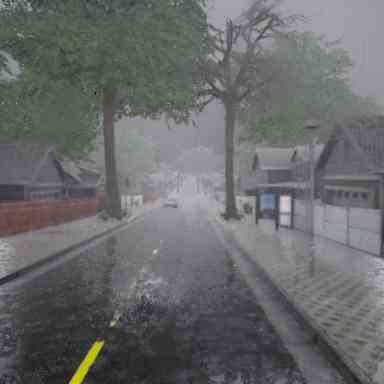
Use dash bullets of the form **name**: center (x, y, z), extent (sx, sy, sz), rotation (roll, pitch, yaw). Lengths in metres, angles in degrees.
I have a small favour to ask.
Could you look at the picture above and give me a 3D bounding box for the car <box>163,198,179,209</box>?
- **car**: center (-2.799, 1.560, 45.372), extent (1.837, 1.490, 4.892), rotation (0, 0, 0)
